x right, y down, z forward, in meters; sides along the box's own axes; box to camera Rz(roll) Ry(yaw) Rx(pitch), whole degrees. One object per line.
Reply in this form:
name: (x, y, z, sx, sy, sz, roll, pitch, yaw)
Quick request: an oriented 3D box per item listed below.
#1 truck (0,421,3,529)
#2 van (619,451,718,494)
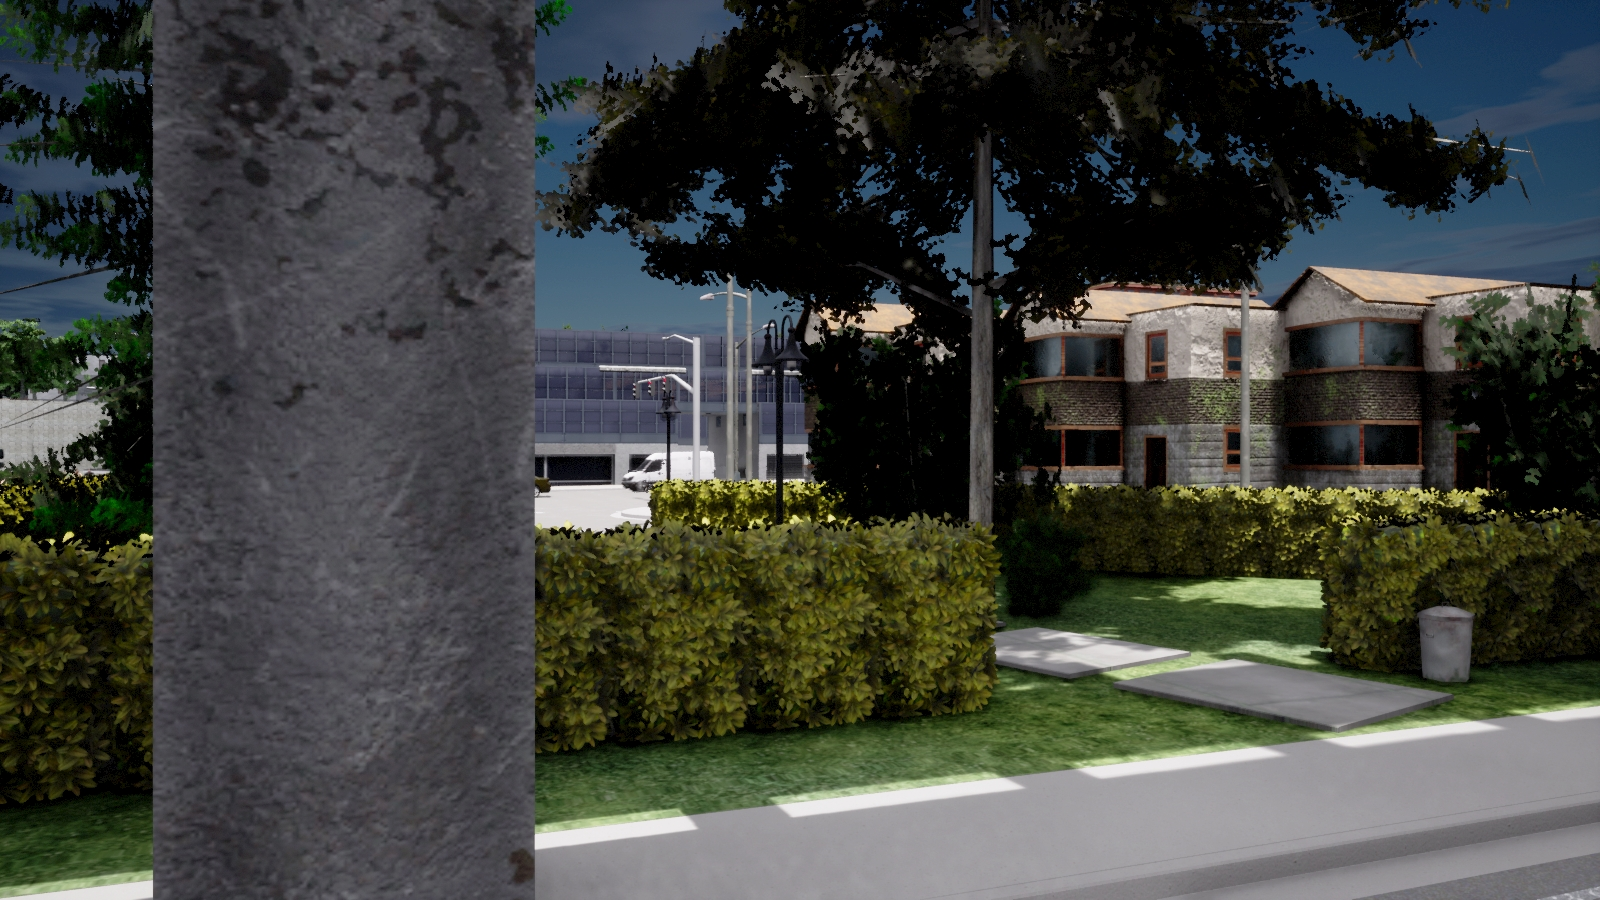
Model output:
truck: (-28.429, 0.891, 36.527, 2.891, 3.827, 8.468, 0, 0, -21)
van: (-8.358, 1.383, 72.815, 5.915, 2.561, 1.988, -1, 0, -22)
